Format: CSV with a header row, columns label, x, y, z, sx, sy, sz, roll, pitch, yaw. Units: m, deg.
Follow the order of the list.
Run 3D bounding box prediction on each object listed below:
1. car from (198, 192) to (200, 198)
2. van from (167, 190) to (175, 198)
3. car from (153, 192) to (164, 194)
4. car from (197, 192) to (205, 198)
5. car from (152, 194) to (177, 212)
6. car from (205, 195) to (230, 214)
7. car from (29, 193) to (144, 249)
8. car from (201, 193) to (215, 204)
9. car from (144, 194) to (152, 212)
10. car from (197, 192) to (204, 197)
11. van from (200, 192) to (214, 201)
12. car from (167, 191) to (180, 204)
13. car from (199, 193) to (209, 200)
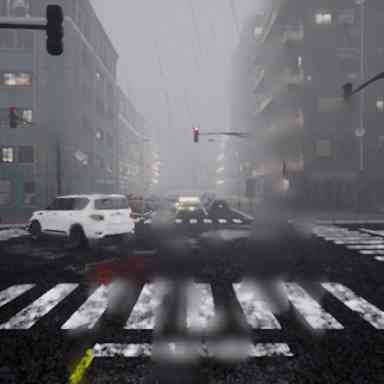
label,x,y,z,sx,sy,sz,roll,pitch,yaw
car,2.466,0.884,58.957,1.967,1.590,4.097,0,1,0
van,-5.461,0.511,86.701,1.690,1.788,3.998,0,1,0
car,-5.395,1.097,47.841,1.887,1.381,4.507,0,1,0
car,2.419,0.714,86.717,1.887,1.381,4.507,0,1,0
car,-2.907,1.235,33.680,2.033,1.411,5.357,0,1,0
car,2.513,1.276,31.199,1.947,1.339,4.313,0,1,0
car,-4.906,1.131,14.424,5.566,2.045,2.150,-1,-1,39
car,2.494,1.186,42.303,1.802,1.307,4.206,0,1,0
car,-5.367,1.026,31.183,2.192,1.841,5.009,0,1,0
car,2.409,0.658,92.269,1.887,1.381,4.507,0,1,0
van,2.485,0.892,47.853,1.690,1.788,3.998,0,1,0
car,-2.911,1.055,52.462,2.033,1.411,5.357,0,1,0
car,2.447,0.886,70.062,2.008,1.369,4.403,0,1,0
